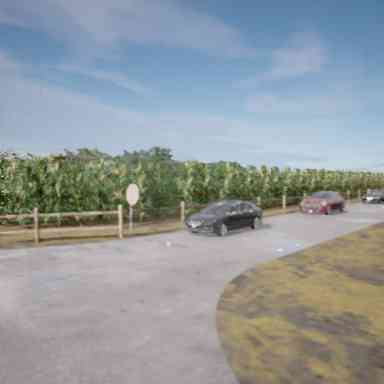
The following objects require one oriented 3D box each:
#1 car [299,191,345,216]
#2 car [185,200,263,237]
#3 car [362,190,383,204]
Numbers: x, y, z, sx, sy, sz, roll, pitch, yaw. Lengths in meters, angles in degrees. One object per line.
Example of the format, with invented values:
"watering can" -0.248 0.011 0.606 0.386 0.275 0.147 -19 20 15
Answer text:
"car" 10.026 0.762 25.506 2.097 1.767 4.553 1 2 43
"car" 1.696 1.204 16.421 1.837 1.490 4.892 1 2 42
"car" 20.186 0.493 36.519 2.128 1.511 4.902 1 2 43
